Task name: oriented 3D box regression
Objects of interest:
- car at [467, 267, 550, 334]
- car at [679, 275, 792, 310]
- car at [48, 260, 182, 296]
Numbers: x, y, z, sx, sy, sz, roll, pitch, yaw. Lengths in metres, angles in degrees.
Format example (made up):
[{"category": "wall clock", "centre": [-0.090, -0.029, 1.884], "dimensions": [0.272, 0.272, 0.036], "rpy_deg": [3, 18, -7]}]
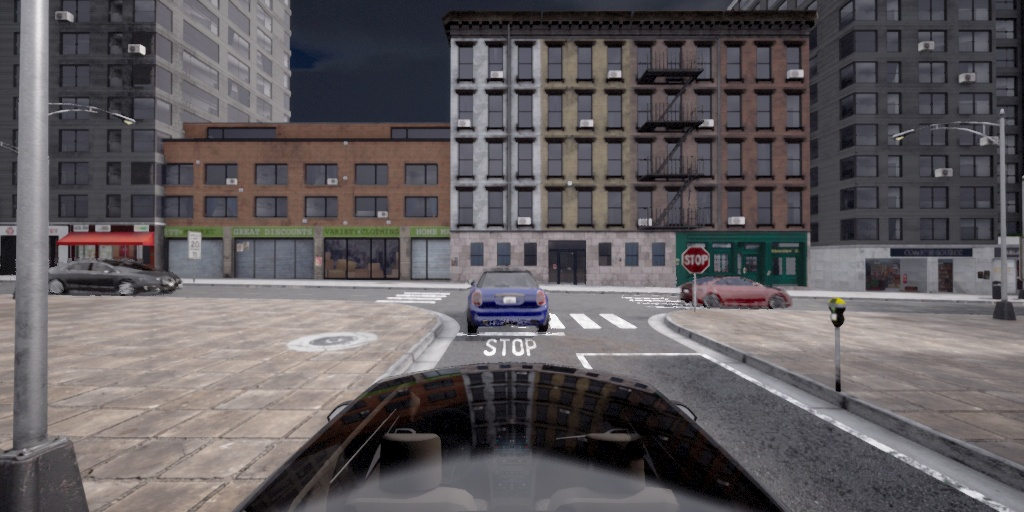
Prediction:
[{"category": "car", "centre": [-0.275, 1.105, 10.836], "dimensions": [2.097, 1.767, 4.553], "rpy_deg": [0, 0, -6]}, {"category": "car", "centre": [9.540, 1.539, 15.519], "dimensions": [4.181, 1.385, 1.994], "rpy_deg": [1, 0, 0]}, {"category": "car", "centre": [-17.211, 0.943, 15.548], "dimensions": [4.892, 1.490, 1.837], "rpy_deg": [1, 0, 0]}]
